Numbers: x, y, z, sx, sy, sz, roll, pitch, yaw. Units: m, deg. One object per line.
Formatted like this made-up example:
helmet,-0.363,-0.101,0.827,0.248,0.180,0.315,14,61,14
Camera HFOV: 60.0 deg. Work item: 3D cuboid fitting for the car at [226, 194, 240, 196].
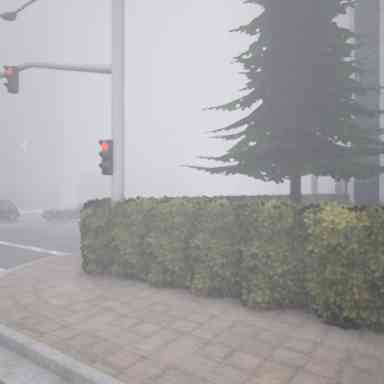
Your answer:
car,6.365,1.096,53.538,2.097,1.767,4.553,0,0,35

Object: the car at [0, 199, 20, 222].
car,-14.891,1.288,23.671,2.097,1.767,4.553,0,0,37

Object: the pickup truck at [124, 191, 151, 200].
pickup truck,-9.781,0.961,53.398,6.274,2.098,2.390,0,0,-24

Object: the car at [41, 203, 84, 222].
car,-9.078,1.545,25.698,1.895,1.301,4.718,0,0,35
